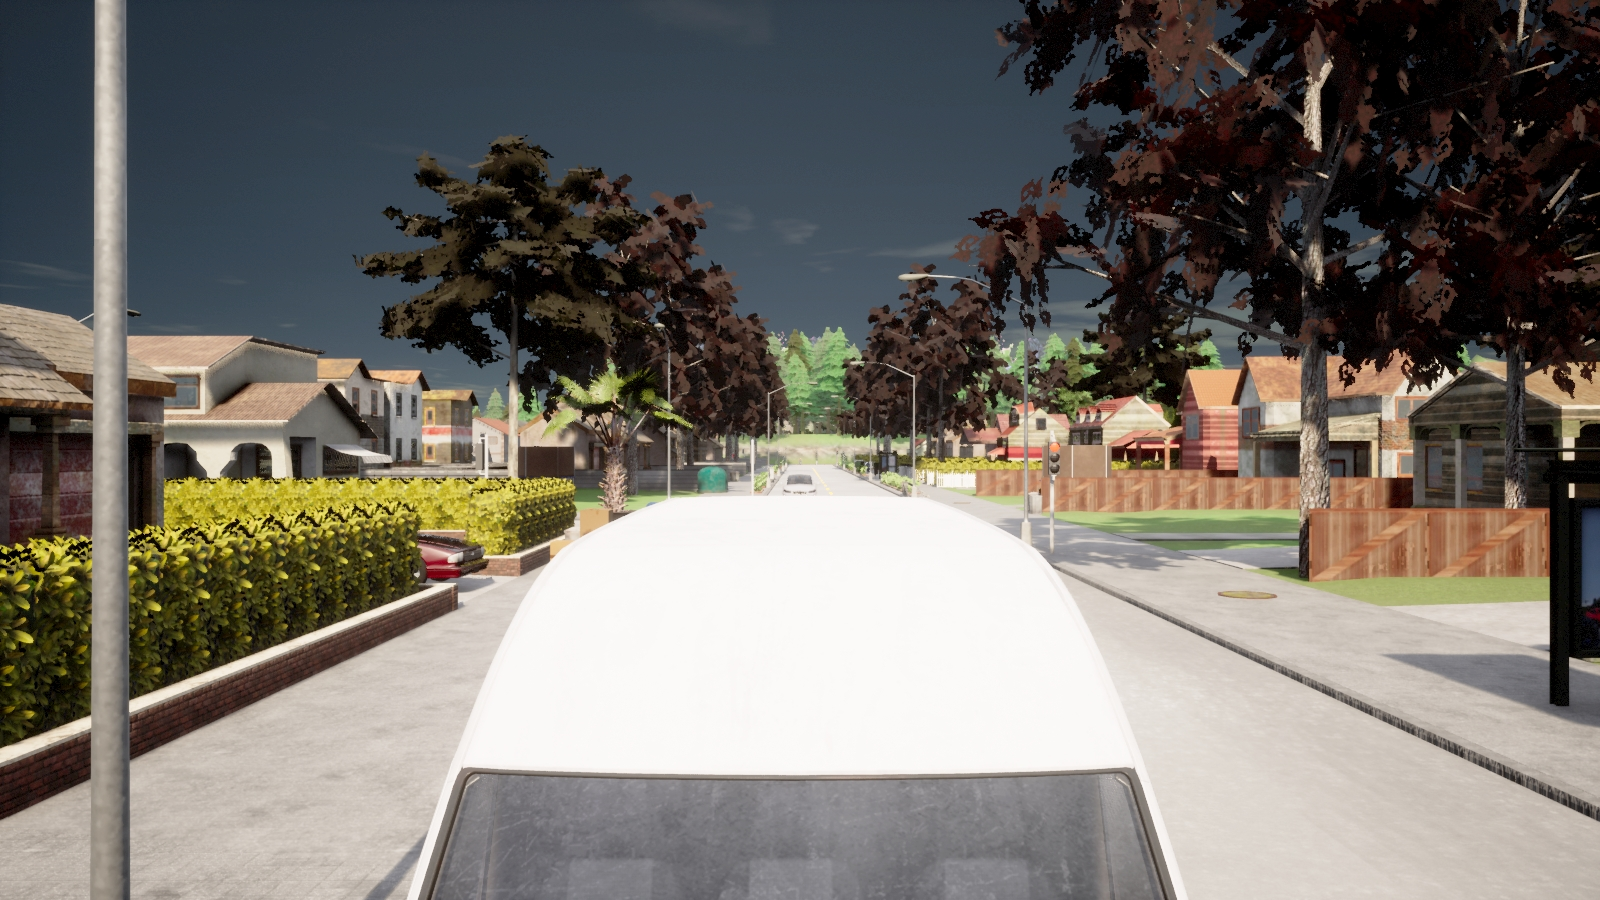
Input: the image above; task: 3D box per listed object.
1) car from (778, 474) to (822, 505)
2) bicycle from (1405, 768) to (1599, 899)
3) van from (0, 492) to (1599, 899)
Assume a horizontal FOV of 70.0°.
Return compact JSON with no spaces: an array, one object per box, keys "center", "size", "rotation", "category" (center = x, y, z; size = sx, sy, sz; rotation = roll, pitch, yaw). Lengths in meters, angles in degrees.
[{"center":[-0.016,2.085,60.531],"size":[2.231,1.480,4.892],"rotation":[0,0,0],"category":"car"},{"center":[2.687,2.062,3.843],"size":[0.329,1.471,1.835],"rotation":[0,0,0],"category":"bicycle"},{"center":[0.002,1.537,4.030],"size":[1.988,2.561,5.915],"rotation":[0,0,0],"category":"van"}]
